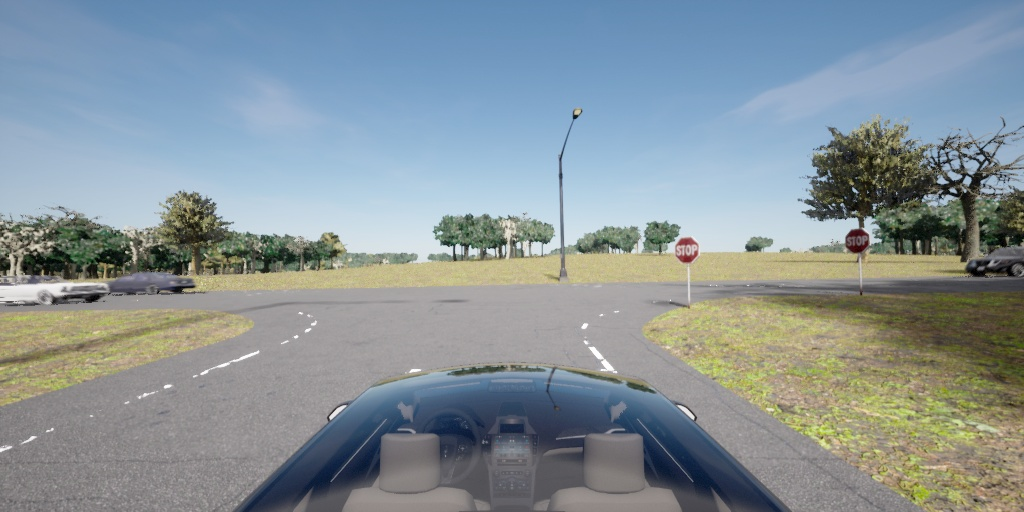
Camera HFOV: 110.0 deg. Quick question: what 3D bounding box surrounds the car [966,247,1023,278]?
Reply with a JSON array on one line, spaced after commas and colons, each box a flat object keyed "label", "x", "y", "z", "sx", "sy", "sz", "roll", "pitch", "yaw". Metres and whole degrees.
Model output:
[{"label": "car", "x": 33.805, "y": 0.408, "z": 23.806, "sx": 5.566, "sy": 2.045, "sz": 2.150, "roll": -2, "pitch": -2, "yaw": -1}]

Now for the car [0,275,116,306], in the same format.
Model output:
[{"label": "car", "x": -21.136, "y": 1.515, "z": 15.932, "sx": 4.718, "sy": 1.301, "sz": 1.895, "roll": -1, "pitch": -2, "yaw": 0}]

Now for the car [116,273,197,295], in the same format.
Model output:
[{"label": "car", "x": -23.446, "y": 1.770, "z": 22.917, "sx": 5.357, "sy": 1.411, "sz": 2.033, "roll": -1, "pitch": -2, "yaw": 0}]
